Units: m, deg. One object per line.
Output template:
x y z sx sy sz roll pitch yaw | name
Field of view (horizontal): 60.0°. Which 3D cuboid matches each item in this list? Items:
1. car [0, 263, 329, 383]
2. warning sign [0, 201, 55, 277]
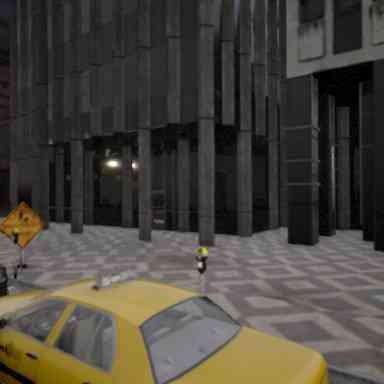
-1.045 1.552 3.709 4.829 1.417 1.752 -1 0 36 | car
-4.655 1.199 9.125 1.060 1.860 1.300 0 0 36 | warning sign
